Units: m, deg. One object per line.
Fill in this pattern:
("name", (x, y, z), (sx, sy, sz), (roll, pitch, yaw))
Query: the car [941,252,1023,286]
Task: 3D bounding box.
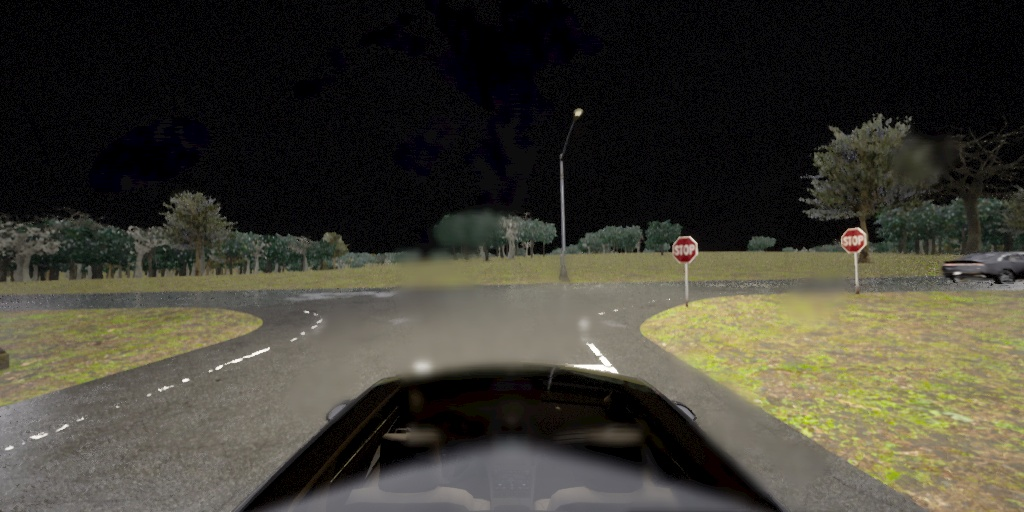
("car", (23.103, 0.566, 16.711), (4.902, 1.511, 2.128), (-1, -2, -1))
